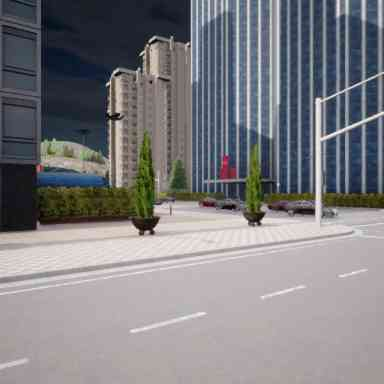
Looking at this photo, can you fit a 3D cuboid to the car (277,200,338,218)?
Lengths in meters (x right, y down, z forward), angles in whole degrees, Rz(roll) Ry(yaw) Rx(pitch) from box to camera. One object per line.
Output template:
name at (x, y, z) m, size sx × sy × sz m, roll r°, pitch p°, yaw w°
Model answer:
car at (10.495, 1.491, 29.644) m, size 2.128 × 1.511 × 4.902 m, roll 0°, pitch 0°, yaw -36°

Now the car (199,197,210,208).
car at (2.939, 1.478, 46.042) m, size 1.882 × 1.535 × 5.008 m, roll 0°, pitch 1°, yaw -36°

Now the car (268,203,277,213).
car at (10.490, 1.601, 35.606) m, size 1.895 × 1.301 × 4.718 m, roll 0°, pitch 0°, yaw -36°

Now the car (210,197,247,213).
car at (4.662, 1.492, 37.688) m, size 2.128 × 1.511 × 4.902 m, roll 0°, pitch 0°, yaw -36°

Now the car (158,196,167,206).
car at (-6.522, 1.507, 53.193) m, size 1.837 × 1.490 × 4.892 m, roll 0°, pitch -1°, yaw -36°

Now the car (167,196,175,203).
car at (-5.345, 1.498, 69.719) m, size 2.128 × 1.511 × 4.902 m, roll 0°, pitch 0°, yaw -36°
